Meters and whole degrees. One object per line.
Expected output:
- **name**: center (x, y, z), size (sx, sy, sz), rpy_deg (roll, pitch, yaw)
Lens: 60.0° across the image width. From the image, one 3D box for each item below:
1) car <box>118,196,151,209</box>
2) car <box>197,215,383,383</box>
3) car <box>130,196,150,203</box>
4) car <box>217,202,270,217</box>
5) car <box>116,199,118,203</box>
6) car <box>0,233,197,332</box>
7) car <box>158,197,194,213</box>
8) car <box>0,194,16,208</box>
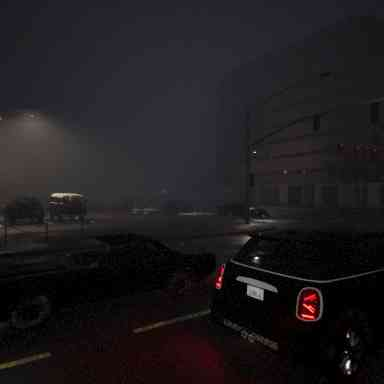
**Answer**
- **car**: center (-8.235, 1.407, 47.454), size (2.097, 1.767, 4.553), rpy_deg (0, 0, -35)
- **car**: center (2.574, 1.352, 5.637), size (4.553, 1.767, 2.097), rpy_deg (0, 0, -35)
- **car**: center (-10.943, 1.601, 69.694), size (2.033, 1.411, 5.357), rpy_deg (0, 0, -35)
- **car**: center (4.385, 1.603, 29.664), size (2.033, 1.411, 5.357), rpy_deg (0, 0, -35)
- **car**: center (-13.980, 1.619, 67.962), size (1.994, 1.385, 4.181), rpy_deg (0, 0, -35)
- **car**: center (-1.859, 1.601, 6.969), size (4.718, 1.301, 1.895), rpy_deg (0, 0, -36)
- **car**: center (-1.697, 1.581, 38.244), size (1.812, 1.442, 4.674), rpy_deg (0, 0, -35)
- **car**: center (-31.741, 1.209, 56.446), size (1.932, 1.855, 4.605), rpy_deg (0, 0, -35)
